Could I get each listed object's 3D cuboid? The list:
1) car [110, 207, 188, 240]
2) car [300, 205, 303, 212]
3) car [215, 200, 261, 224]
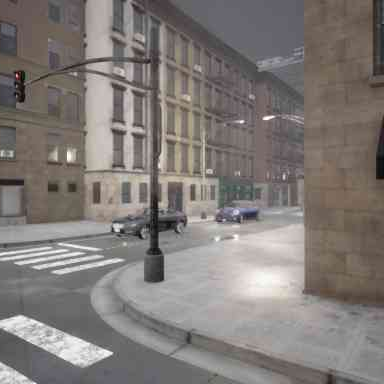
[{"bbox_3d":[-2.161,1.568,17.842,2.128,1.511,4.902,0,0,35],"label":"car"},{"bbox_3d":[15.365,1.837,42.380,1.895,1.301,4.718,0,0,36],"label":"car"},{"bbox_3d":[3.651,1.480,26.021,2.097,1.767,4.553,0,0,36],"label":"car"}]
